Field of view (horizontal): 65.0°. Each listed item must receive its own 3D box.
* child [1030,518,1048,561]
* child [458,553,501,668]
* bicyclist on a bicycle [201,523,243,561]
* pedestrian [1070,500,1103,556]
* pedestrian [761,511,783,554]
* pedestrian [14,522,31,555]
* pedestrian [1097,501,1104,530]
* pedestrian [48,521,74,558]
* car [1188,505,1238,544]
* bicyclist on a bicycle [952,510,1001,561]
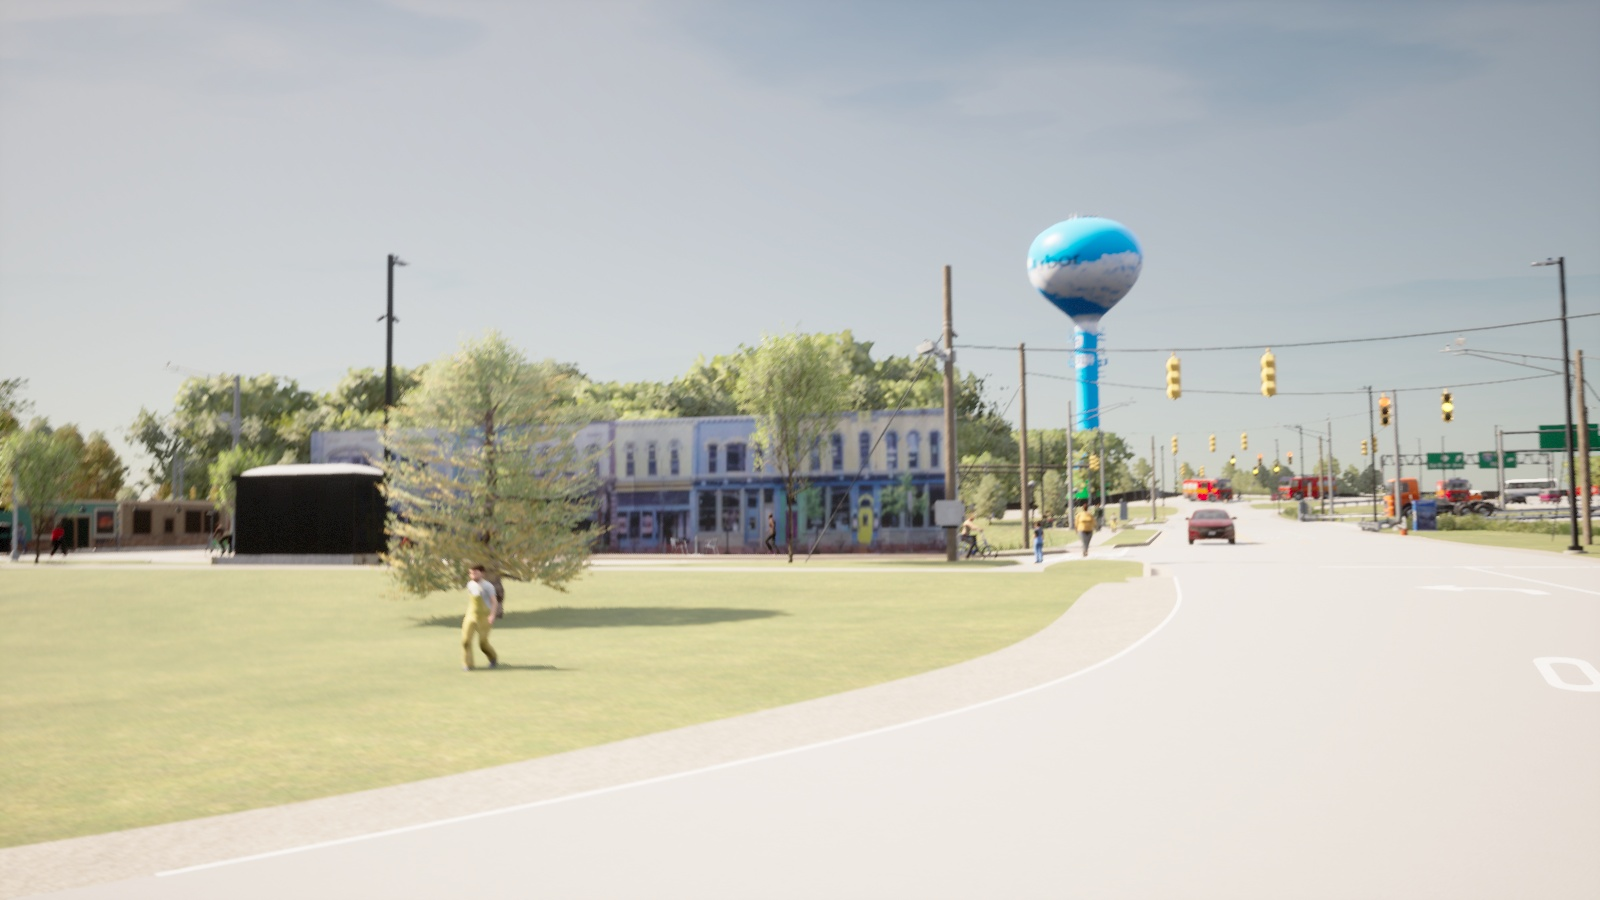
[{"bbox_3d":[7.026,2.621,36.890,0.270,1.263,0.437,1,-4,-26],"label":"child"},{"bbox_3d":[-3.621,1.809,14.219,0.270,1.263,0.437,-2,-4,19],"label":"child"},{"bbox_3d":[-25.049,3.981,54.403,1.656,1.620,0.582,-2,-4,17],"label":"bicyclist on a bicycle"},{"bbox_3d":[9.754,2.663,42.825,0.874,1.855,0.900,-1,-4,0],"label":"pedestrian"},{"bbox_3d":[-1.170,3.476,53.005,0.869,1.805,0.328,-2,-4,13],"label":"pedestrian"},{"bbox_3d":[-44.651,5.076,72.098,0.354,1.836,0.706,-2,-4,19],"label":"pedestrian"},{"bbox_3d":[18.860,4.108,78.826,0.353,1.847,0.614,-2,-4,16],"label":"pedestrian"},{"bbox_3d":[-37.324,4.543,63.442,0.899,1.844,0.634,-2,-4,14],"label":"pedestrian"},{"bbox_3d":[17.502,3.127,53.321,1.882,1.535,5.008,-2,-3,17],"label":"car"},{"bbox_3d":[5.846,2.842,41.662,1.509,1.612,0.866,-2,-4,3],"label":"bicyclist on a bicycle"}]
